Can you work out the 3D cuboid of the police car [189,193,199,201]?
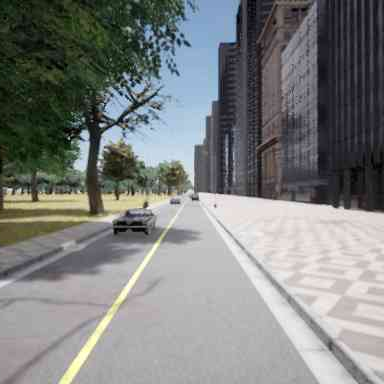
[{"bbox_3d":[0.884,1.519,84.830,1.930,1.638,5.238,0,0,0],"label":"police car"}]

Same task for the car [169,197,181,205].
[{"bbox_3d":[-3.040,1.623,60.651,1.994,1.385,4.181,0,0,1],"label":"car"}]

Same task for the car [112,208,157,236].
[{"bbox_3d":[-3.105,1.612,18.686,1.895,1.301,4.718,0,0,0],"label":"car"}]

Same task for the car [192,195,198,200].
[{"bbox_3d":[0.882,1.625,94.721,1.812,1.442,4.674,0,0,0],"label":"car"}]
